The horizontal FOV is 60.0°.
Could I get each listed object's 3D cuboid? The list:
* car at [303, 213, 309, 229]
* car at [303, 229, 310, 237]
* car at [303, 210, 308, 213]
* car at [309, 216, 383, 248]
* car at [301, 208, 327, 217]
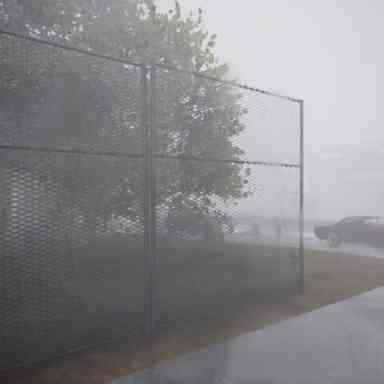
[{"bbox_3d":[14.533,4.334,46.660,2.185,1.767,4.553,0,0,36],"label":"car"},{"bbox_3d":[8.151,4.411,25.653,2.435,2.045,5.566,0,1,36],"label":"car"},{"bbox_3d":[28.385,5.246,82.448,4.553,1.767,2.185,1,0,35],"label":"car"},{"bbox_3d":[7.642,1.677,13.893,1.895,1.301,4.718,-1,-2,-33],"label":"car"},{"bbox_3d":[30.860,5.176,84.141,5.566,2.045,2.435,1,0,35],"label":"car"}]
